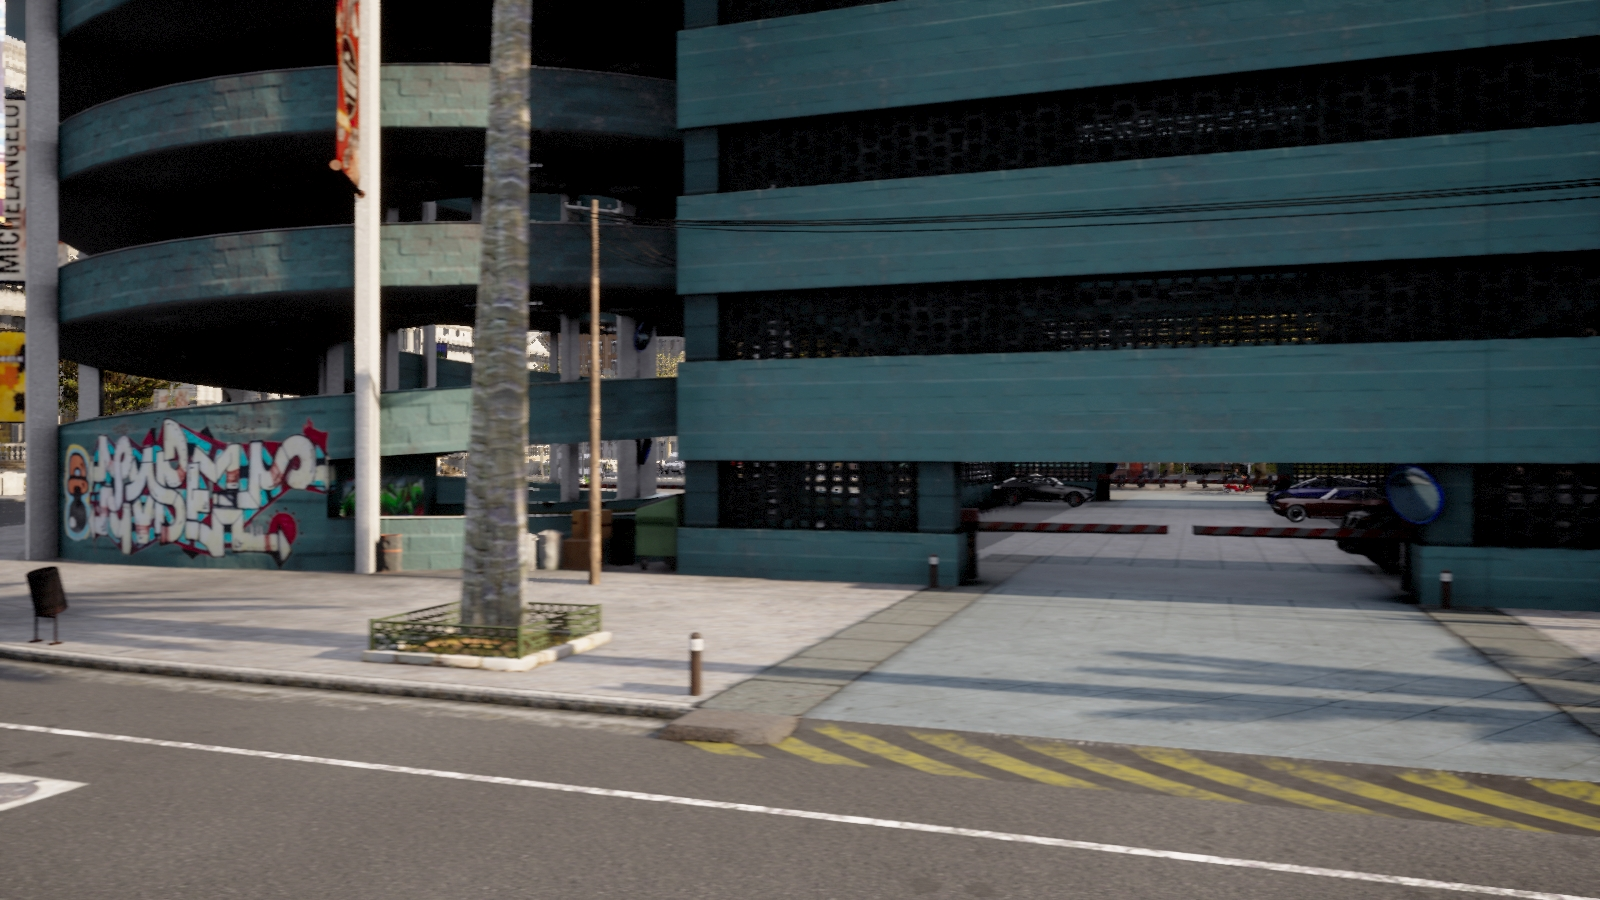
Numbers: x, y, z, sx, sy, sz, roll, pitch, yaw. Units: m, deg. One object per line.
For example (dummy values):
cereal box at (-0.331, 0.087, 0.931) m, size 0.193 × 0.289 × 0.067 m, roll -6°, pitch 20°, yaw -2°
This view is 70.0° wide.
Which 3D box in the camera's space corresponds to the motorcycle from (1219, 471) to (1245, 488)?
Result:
motorcycle at (32.113, 2.183, 84.977) m, size 1.805 × 1.236 × 0.856 m, roll 0°, pitch 0°, yaw 19°
